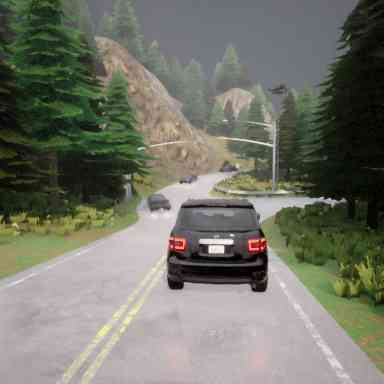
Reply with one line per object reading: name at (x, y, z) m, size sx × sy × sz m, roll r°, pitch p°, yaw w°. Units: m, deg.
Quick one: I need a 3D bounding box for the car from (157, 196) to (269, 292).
car at (0.704, 1.172, 9.001) m, size 2.150 × 2.045 × 5.566 m, roll 0°, pitch 0°, yaw 5°

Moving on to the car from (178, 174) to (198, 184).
car at (-0.514, -2.132, 52.812) m, size 2.033 × 1.411 × 5.357 m, roll 1°, pitch 10°, yaw 17°

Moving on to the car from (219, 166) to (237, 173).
car at (7.247, -4.631, 67.248) m, size 1.994 × 1.385 × 4.181 m, roll 5°, pitch 11°, yaw 43°

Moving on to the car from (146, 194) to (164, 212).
car at (-3.288, 0.938, 31.313) m, size 2.033 × 1.411 × 5.357 m, roll -5°, pitch 5°, yaw -13°
